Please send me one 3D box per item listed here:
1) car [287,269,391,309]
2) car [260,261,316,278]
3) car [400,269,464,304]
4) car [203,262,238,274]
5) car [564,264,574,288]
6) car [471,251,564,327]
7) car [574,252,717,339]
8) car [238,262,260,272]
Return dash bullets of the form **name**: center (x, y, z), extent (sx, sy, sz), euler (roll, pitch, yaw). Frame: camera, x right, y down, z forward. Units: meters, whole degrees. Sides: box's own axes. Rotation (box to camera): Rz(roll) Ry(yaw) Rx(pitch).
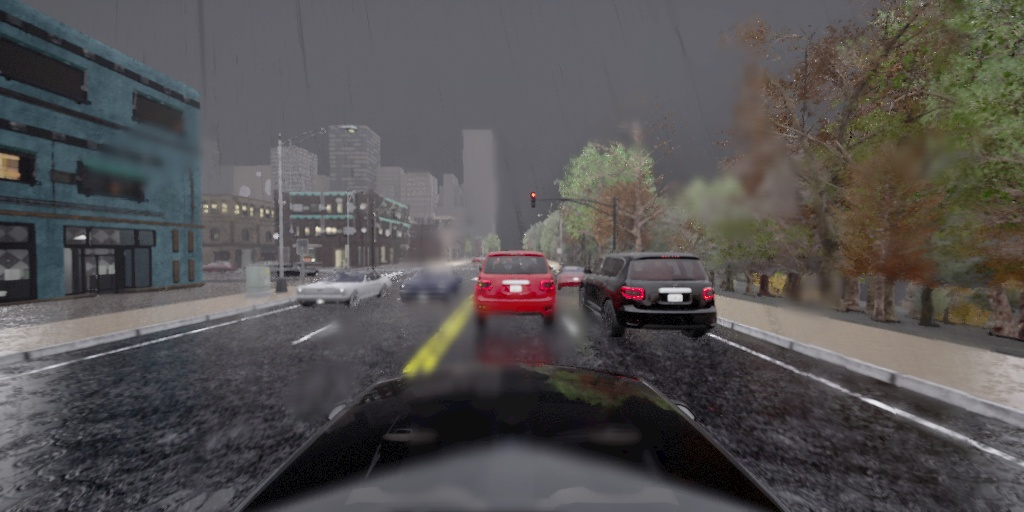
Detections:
- **car**: center (-6.578, 1.241, 14.503), extent (1.895, 1.301, 4.718), euler (0, 0, 0)
- **car**: center (-19.943, 1.302, 32.685), extent (4.313, 1.339, 1.948), euler (0, 0, 0)
- **car**: center (-3.322, 1.232, 15.630), extent (1.895, 1.301, 4.718), euler (0, 0, 0)
- **car**: center (-33.810, 1.320, 41.207), extent (4.207, 1.307, 1.802), euler (0, 0, 0)
- **car**: center (3.355, 1.150, 20.847), extent (1.994, 1.385, 4.181), euler (0, 0, 0)
- **car**: center (0.102, 0.884, 11.300), extent (2.150, 2.045, 5.566), euler (0, 0, 0)
- **car**: center (3.353, 0.903, 9.968), extent (2.150, 2.045, 5.566), euler (0, 1, 1)
- **car**: center (-28.274, 1.226, 41.199), extent (4.403, 1.370, 2.007), euler (0, 0, 0)
